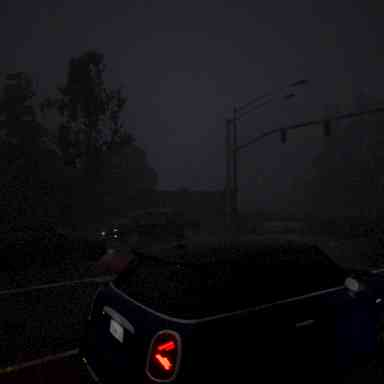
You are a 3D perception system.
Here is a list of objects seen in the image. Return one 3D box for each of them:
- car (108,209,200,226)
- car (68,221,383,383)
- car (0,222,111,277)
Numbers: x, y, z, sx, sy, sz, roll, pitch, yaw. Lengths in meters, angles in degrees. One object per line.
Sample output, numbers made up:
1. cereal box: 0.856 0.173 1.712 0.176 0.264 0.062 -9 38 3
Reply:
1. car: -1.798 1.563 15.581 4.892 1.490 1.837 1 -1 -35
2. car: 1.003 1.380 4.460 4.553 1.767 2.097 1 0 -35
3. car: -4.899 1.613 9.091 4.718 1.301 1.895 1 0 -35
